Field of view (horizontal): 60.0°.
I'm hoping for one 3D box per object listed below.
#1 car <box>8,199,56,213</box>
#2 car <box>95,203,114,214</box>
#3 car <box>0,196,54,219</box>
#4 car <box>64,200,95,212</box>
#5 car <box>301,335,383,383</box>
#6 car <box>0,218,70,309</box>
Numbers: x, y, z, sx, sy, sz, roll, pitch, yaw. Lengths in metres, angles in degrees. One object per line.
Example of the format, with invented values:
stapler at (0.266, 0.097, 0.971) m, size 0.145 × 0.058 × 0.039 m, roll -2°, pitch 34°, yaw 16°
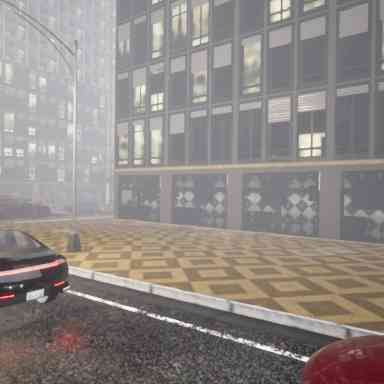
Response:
car at (-19.069, 1.641, 39.836) m, size 1.752 × 1.417 × 4.829 m, roll 1°, pitch 0°, yaw 36°
car at (-8.773, 1.828, 39.690) m, size 1.752 × 1.417 × 4.829 m, roll 1°, pitch 0°, yaw 36°
car at (-15.555, 1.518, 30.467) m, size 2.192 × 1.841 × 5.009 m, roll 1°, pitch 0°, yaw 36°
car at (-14.069, 1.764, 42.254) m, size 1.994 × 1.385 × 4.181 m, roll 1°, pitch 0°, yaw 36°
car at (2.912, 1.526, 1.619) m, size 4.674 × 1.442 × 1.812 m, roll 0°, pitch 0°, yaw 35°
car at (-4.575, 1.488, 6.920) m, size 4.902 × 1.511 × 2.128 m, roll 0°, pitch 0°, yaw 35°
